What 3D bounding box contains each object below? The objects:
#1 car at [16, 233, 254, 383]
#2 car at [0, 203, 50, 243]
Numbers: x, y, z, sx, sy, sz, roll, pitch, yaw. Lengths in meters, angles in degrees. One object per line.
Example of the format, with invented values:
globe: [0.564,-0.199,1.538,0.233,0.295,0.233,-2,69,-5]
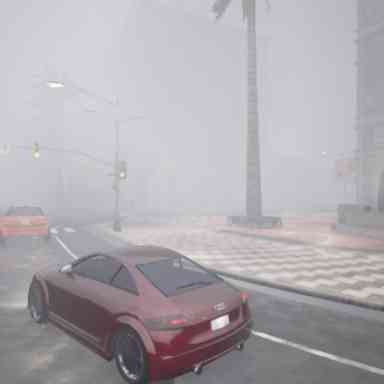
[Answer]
car: [-1.087,1.595,5.541,4.181,1.385,1.994,0,0,44]
car: [-8.406,1.405,16.677,2.097,1.767,4.553,1,0,-28]
